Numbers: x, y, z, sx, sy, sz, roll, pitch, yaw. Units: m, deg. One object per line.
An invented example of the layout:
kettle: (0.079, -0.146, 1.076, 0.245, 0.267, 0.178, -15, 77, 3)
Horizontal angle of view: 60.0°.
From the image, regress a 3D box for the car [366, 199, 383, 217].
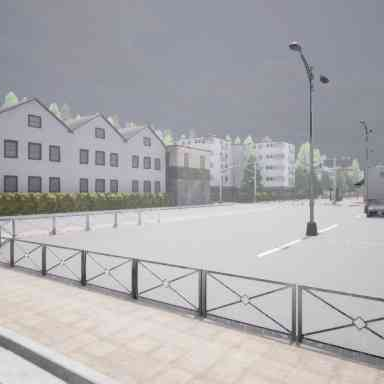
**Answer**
car: (15.380, 1.298, 26.835, 2.007, 1.523, 4.514, 0, 0, 35)
